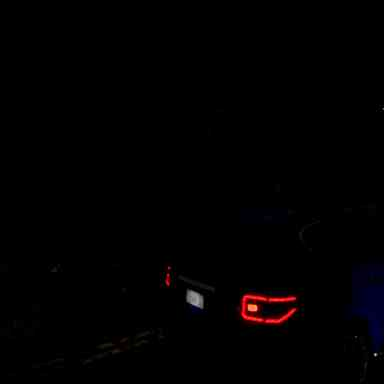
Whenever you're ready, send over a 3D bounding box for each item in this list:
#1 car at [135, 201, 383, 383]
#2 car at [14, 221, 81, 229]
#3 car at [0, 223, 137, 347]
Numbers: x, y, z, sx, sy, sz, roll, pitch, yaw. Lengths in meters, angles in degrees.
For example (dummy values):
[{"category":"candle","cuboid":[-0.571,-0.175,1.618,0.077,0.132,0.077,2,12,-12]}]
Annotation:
[{"category":"car","cuboid":[2.202,1.153,5.068,5.566,2.045,2.150,-2,1,-36]},{"category":"car","cuboid":[-3.934,1.528,8.880,5.357,1.411,2.033,-1,1,-36]},{"category":"car","cuboid":[-1.822,1.477,6.410,4.892,1.490,1.837,-1,1,-36]}]
